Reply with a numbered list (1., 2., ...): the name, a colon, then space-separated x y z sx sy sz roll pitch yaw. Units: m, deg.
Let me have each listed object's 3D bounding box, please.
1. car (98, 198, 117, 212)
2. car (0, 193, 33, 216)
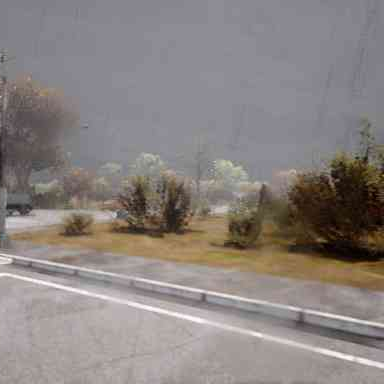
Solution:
1. car: -12.159 2.004 51.409 2.150 2.045 5.566 1 -2 21
2. car: -16.659 1.116 29.158 2.150 2.045 5.566 1 -1 20
